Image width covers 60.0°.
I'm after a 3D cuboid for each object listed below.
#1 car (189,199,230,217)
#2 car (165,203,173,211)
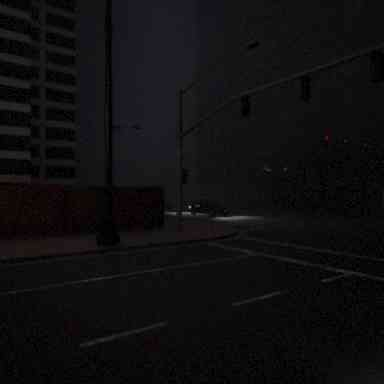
[{"bbox_3d":[1.637,1.499,32.109,1.837,1.490,4.892,0,0,-36],"label":"car"},{"bbox_3d":[-4.174,1.596,40.196,1.895,1.301,4.718,0,0,-36],"label":"car"}]
